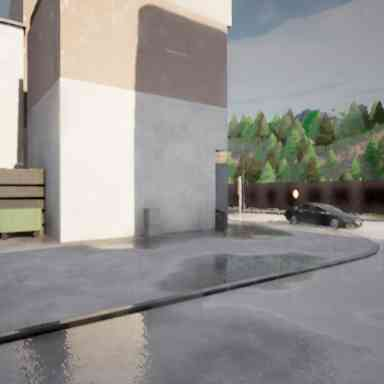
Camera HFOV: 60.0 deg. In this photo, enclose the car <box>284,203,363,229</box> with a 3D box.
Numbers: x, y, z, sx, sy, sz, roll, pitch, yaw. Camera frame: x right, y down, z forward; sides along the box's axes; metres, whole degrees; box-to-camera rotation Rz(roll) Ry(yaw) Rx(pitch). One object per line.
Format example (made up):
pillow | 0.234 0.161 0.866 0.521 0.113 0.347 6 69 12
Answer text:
car | 8.164 1.484 21.038 1.837 1.490 4.892 0 2 -35
